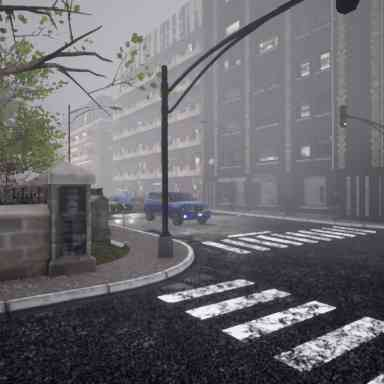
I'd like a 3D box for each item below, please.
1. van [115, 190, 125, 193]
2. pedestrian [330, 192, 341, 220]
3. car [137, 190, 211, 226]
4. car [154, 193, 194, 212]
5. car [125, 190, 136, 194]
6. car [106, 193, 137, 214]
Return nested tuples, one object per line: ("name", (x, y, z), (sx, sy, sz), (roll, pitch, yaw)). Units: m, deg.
("van", (-8.348, 0.655, 41.285), (1.690, 1.788, 3.998), (1, 1, -36))
("pedestrian", (9.454, 0.902, 21.945), (0.375, 1.860, 0.375), (1, -1, -36))
("car", (-1.143, 0.926, 21.630), (2.150, 2.045, 5.566), (0, 1, -36))
("car", (-1.821, 0.950, 32.377), (1.967, 1.590, 4.097), (1, 1, -36))
("car", (-5.083, 0.727, 36.831), (2.192, 1.841, 5.009), (1, 1, -36))
("car", (-6.803, 1.098, 29.359), (1.994, 1.385, 4.181), (0, 1, -36))
